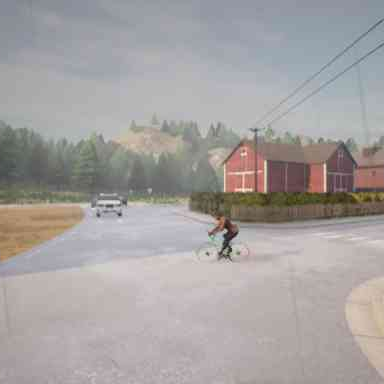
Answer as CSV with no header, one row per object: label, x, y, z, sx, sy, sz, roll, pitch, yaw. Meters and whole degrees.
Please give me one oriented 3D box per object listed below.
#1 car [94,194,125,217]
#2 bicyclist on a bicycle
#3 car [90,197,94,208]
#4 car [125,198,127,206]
car,-7.749,1.167,30.903,2.150,2.045,5.566,0,0,-16
bicyclist on a bicycle,0.967,1.435,10.342,1.656,1.620,0.582,0,0,-4
car,-13.152,1.418,46.566,1.837,1.490,4.892,0,0,-20
car,-11.548,1.389,52.311,1.882,1.535,5.008,0,0,-25
